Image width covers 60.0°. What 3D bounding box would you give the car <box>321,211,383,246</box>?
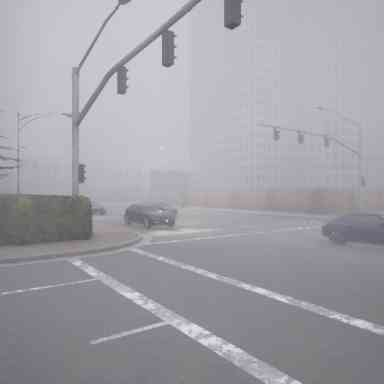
[{"bbox_3d":[7.526,1.526,13.385,1.812,1.442,4.674,0,0,-35],"label":"car"}]

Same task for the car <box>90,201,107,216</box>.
[{"bbox_3d":[-9.977,1.547,32.145,2.033,1.411,5.357,0,0,-35],"label":"car"}]

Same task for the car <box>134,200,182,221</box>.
[{"bbox_3d":[-3.013,1.477,28.335,1.882,1.535,5.008,0,0,-35],"label":"car"}]

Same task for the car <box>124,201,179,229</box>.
[{"bbox_3d":[-2.903,1.505,22.098,1.837,1.490,4.892,0,0,-35],"label":"car"}]
